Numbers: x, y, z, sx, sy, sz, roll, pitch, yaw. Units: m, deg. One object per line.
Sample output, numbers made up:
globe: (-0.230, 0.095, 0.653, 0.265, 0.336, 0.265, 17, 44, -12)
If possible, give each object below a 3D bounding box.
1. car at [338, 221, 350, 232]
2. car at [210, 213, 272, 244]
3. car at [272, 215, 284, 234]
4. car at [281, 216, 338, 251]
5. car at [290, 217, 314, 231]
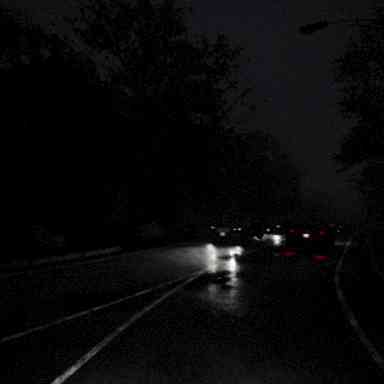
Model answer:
car: (19.731, 4.573, 44.036, 1.994, 1.385, 4.181, 1, -5, 27)
car: (2.623, 1.930, 18.492, 2.128, 1.511, 4.902, 1, -3, 27)
car: (6.757, 2.572, 26.524, 2.033, 1.411, 5.357, 1, -4, 27)
car: (6.069, 2.054, 16.883, 1.994, 1.385, 4.181, 1, -3, 26)
car: (12.515, 3.672, 37.774, 1.812, 1.442, 4.674, 1, -5, 28)
